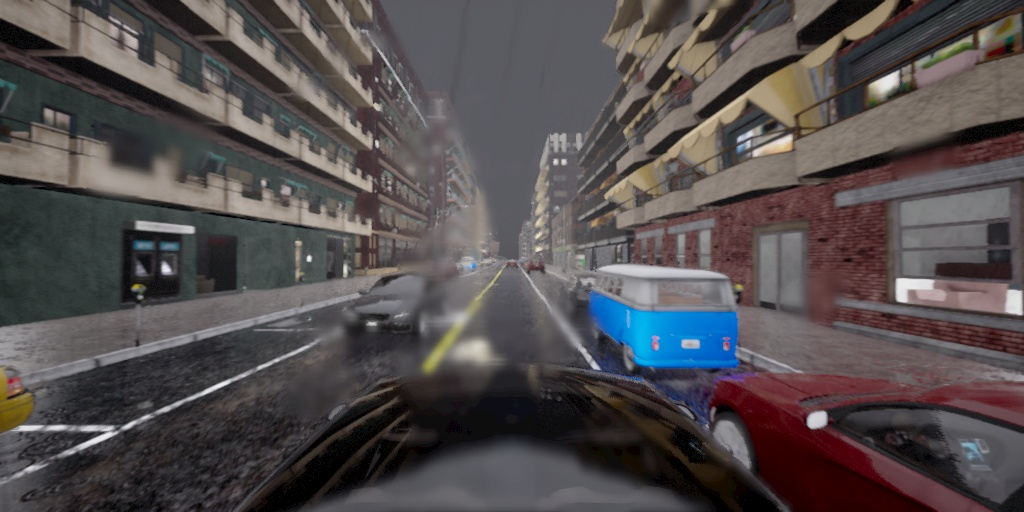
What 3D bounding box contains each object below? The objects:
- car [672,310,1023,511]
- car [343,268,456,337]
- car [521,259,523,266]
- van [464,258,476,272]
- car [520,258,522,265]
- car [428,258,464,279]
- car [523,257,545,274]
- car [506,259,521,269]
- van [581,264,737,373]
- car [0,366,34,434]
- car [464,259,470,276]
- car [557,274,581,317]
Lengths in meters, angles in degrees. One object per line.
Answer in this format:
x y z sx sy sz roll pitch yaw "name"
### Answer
2.692 1.295 1.601 1.888 1.381 4.507 0 0 0 "car"
-3.039 1.257 10.331 1.837 1.490 4.892 0 0 0 "car"
2.716 1.307 52.731 1.751 1.417 4.829 0 0 0 "car"
-5.667 1.117 46.902 1.690 1.789 3.998 0 0 0 "van"
2.719 1.371 58.221 1.802 1.307 4.207 0 0 0 "car"
-5.675 1.077 29.916 2.192 1.841 5.009 0 0 0 "car"
2.711 1.085 41.236 2.192 1.841 5.009 0 0 0 "car"
0.029 1.267 58.645 1.882 1.535 5.008 0 0 0 "car"
2.694 1.092 7.264 1.690 1.789 3.998 0 0 0 "van"
-5.688 1.276 1.435 1.751 1.417 4.829 0 0 0 "car"
-5.672 1.317 35.577 2.007 1.370 4.403 0 0 0 "car"
2.697 1.303 12.926 2.007 1.370 4.403 0 0 0 "car"
